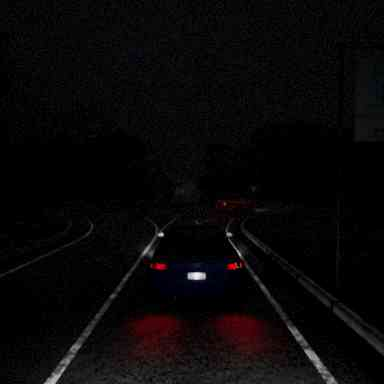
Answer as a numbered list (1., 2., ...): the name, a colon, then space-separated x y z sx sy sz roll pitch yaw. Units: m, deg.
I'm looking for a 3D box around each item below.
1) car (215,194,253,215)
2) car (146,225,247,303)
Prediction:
1. car: 3.940 0.966 29.925 2.097 1.767 4.553 2 3 33
2. car: 0.081 1.475 8.052 1.994 1.385 4.181 0 1 0
